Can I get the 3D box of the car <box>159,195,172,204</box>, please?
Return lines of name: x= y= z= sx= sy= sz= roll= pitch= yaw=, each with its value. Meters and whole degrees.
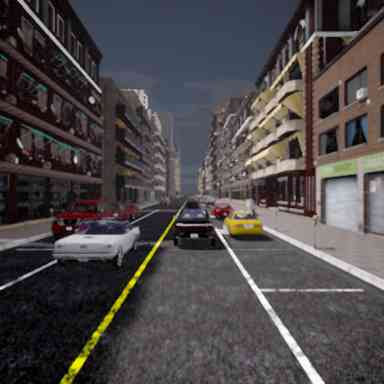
car: x=-5.726 y=1.802 z=68.665 sx=2.008 sy=1.369 sz=4.403 roll=0 pitch=0 yaw=0

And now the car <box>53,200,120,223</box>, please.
car: x=-5.697 y=1.381 z=17.941 sx=2.192 sy=1.841 sz=5.009 roll=0 pitch=0 yaw=0

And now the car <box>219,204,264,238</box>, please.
car: x=2.682 y=1.595 z=18.110 sx=1.752 sy=1.417 sz=4.829 roll=0 pitch=0 yaw=0

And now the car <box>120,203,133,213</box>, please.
car: x=-5.701 y=1.527 z=23.576 sx=1.967 sy=1.590 sz=4.097 roll=0 pitch=0 yaw=0

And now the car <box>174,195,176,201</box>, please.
car: x=-5.736 y=1.856 z=85.574 sx=1.887 sy=1.381 sz=4.507 roll=0 pitch=0 yaw=0

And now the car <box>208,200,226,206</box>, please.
car: x=2.676 y=1.656 z=29.213 sx=1.887 sy=1.381 sz=4.507 roll=0 pitch=0 yaw=0

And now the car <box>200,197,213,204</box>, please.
car: x=2.664 y=1.744 z=51.757 sx=2.008 sy=1.369 sz=4.403 roll=0 pitch=0 yaw=0

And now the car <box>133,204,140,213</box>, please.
car: x=-5.704 y=1.653 z=29.213 sx=1.887 sy=1.381 sz=4.507 roll=0 pitch=0 yaw=0

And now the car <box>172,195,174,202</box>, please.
car: x=-5.730 y=1.822 z=74.302 sx=2.008 sy=1.369 sz=4.403 roll=0 pitch=0 yaw=0

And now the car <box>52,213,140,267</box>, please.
car: x=-3.102 y=1.645 z=11.710 sx=1.895 sy=1.301 sz=4.718 roll=0 pitch=0 yaw=0

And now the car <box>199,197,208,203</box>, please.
car: x=2.648 y=1.860 z=79.938 sx=1.947 sy=1.339 sz=4.313 roll=0 pitch=0 yaw=0

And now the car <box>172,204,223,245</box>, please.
car: x=0.092 y=1.552 z=15.815 sx=2.128 sy=1.511 sz=4.902 roll=0 pitch=0 yaw=0

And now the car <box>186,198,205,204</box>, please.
car: x=0.083 y=1.651 z=33.408 sx=1.812 sy=1.442 sz=4.674 roll=0 pitch=0 yaw=0

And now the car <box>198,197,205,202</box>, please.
car: x=2.642 y=1.916 z=91.210 sx=1.802 sy=1.307 sz=4.206 roll=0 pitch=0 yaw=0
